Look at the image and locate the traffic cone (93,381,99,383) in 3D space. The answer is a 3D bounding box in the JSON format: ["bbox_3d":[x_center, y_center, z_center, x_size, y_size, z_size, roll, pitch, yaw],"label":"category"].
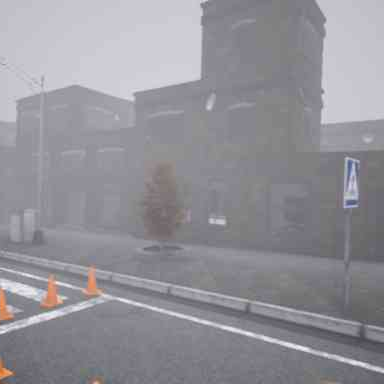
[{"bbox_3d":[-0.852,1.981,2.949,0.340,0.580,0.340,0,-1,36],"label":"traffic cone"}]

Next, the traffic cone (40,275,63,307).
[{"bbox_3d":[-2.919,2.022,6.916,0.340,0.580,0.340,-1,-1,36],"label":"traffic cone"}]

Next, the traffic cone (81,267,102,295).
[{"bbox_3d":[-2.333,2.030,7.726,0.340,0.580,0.340,-1,-1,36],"label":"traffic cone"}]

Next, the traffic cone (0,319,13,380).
[{"bbox_3d":[-2.473,1.992,4.124,0.340,0.580,0.340,0,-1,36],"label":"traffic cone"}]

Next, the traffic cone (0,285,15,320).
[{"bbox_3d":[-3.506,2.015,6.108,0.340,0.580,0.340,-1,-1,36],"label":"traffic cone"}]
